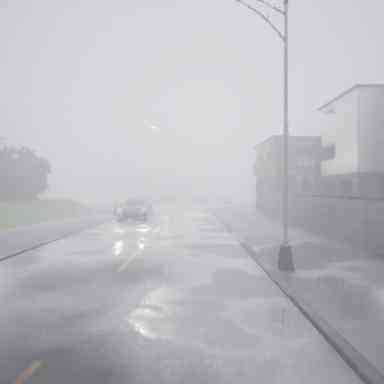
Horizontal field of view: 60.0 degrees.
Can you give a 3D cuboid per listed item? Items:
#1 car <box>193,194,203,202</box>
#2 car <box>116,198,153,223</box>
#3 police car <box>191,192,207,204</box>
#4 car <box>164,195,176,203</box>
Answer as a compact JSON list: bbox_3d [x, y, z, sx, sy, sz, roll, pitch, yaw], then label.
[{"bbox_3d":[1.203,1.180,68.434,1.882,1.535,5.008,0,0,0],"label":"car"},{"bbox_3d":[-4.088,1.244,24.284,2.097,1.767,4.553,0,0,0],"label":"car"},{"bbox_3d":[1.203,1.170,58.544,1.930,1.638,5.238,0,0,0],"label":"police car"},{"bbox_3d":[-4.009,1.210,60.765,1.882,1.535,5.008,0,1,0],"label":"car"}]
